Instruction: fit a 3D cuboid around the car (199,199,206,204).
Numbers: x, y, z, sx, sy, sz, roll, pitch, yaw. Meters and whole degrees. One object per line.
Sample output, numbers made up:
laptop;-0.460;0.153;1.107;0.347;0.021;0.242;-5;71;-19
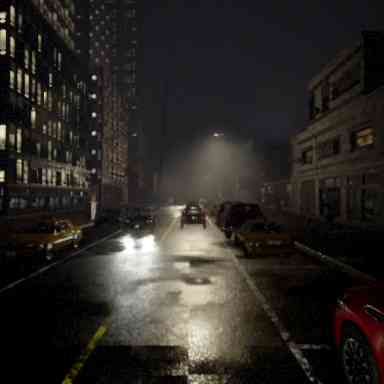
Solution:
car;2.675;2.437;85.011;1.802;1.307;4.206;0;-1;0

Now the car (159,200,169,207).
car;-5.703;2.261;68.401;1.802;1.307;4.206;0;-1;0

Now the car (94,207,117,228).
car;-5.693;1.799;24.108;1.947;1.339;4.313;0;-1;0

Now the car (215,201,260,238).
car;2.690;1.494;18.574;2.192;1.841;5.009;0;-1;0

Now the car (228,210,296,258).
car;2.690;1.653;13.205;1.752;1.417;4.829;0;-1;0

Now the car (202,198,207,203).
car;2.681;2.090;51.791;1.802;1.307;4.206;0;-1;0

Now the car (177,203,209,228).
car;0.094;1.784;24.403;2.033;1.411;5.357;0;-1;0

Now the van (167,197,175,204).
van;-5.707;2.254;90.550;1.690;1.788;3.998;0;-1;0

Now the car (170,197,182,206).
car;-3.005;2.174;68.418;1.882;1.535;5.008;0;-1;-1

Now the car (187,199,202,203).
car;0.090;1.939;44.479;1.837;1.490;4.892;0;-1;0

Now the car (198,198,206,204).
car;2.673;2.459;90.549;1.887;1.381;4.507;0;-1;0

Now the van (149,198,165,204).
van;-5.699;1.849;51.794;1.690;1.788;3.998;0;-1;0

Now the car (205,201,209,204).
car;2.685;1.908;35.181;1.947;1.339;4.313;0;-1;0

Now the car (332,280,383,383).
car;2.694;1.335;1.963;2.192;1.841;5.009;0;-1;0

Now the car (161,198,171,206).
car;-5.703;2.177;73.940;1.967;1.590;4.097;0;-1;0

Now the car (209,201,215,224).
car;2.689;1.548;24.110;2.192;1.841;5.009;0;-1;0

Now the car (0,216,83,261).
car;-5.690;1.649;12.865;1.752;1.417;4.829;0;-1;0

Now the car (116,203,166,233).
car;-3.104;1.697;21.304;2.128;1.511;4.902;0;-1;0

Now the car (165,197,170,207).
car;-5.701;2.145;62.696;1.752;1.417;4.829;0;-1;0
